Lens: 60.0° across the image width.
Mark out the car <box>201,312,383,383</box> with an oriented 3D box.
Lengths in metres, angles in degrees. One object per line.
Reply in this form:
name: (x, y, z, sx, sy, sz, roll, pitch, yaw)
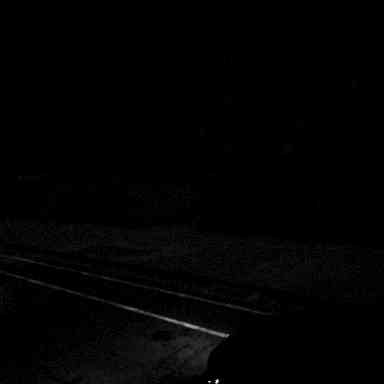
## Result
car: (2.311, 1.506, 2.037, 4.892, 1.490, 1.837, 0, 0, 35)
